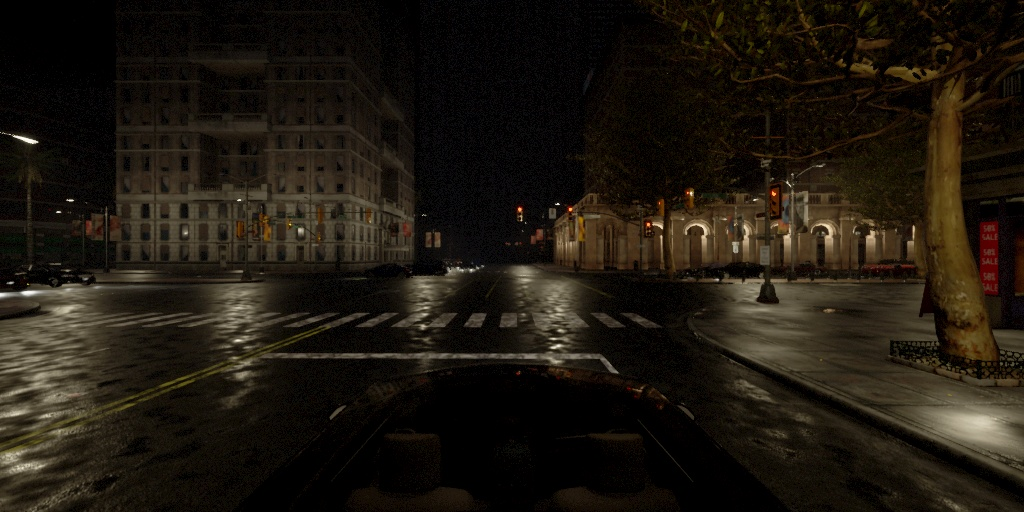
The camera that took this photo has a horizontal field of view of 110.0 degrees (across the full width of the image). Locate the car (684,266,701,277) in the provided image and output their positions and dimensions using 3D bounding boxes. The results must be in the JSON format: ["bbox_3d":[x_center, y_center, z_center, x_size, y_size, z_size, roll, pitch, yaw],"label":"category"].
[{"bbox_3d":[19.652,1.297,34.684,5.357,1.411,2.033,0,0,1],"label":"car"}]

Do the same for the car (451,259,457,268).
[{"bbox_3d":[-10.412,1.242,57.249,2.128,1.511,4.902,0,0,1],"label":"car"}]

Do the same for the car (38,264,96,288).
[{"bbox_3d":[-30.233,1.242,23.421,4.902,1.511,2.128,0,0,1],"label":"car"}]

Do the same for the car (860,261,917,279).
[{"bbox_3d":[33.129,1.350,31.067,4.718,1.301,1.895,0,0,1],"label":"car"}]

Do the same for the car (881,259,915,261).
[{"bbox_3d":[36.480,1.103,34.533,4.553,1.767,2.097,0,0,1],"label":"car"}]

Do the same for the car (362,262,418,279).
[{"bbox_3d":[-10.835,1.314,31.442,4.181,1.385,1.994,0,0,0],"label":"car"}]

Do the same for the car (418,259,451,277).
[{"bbox_3d":[-8.616,1.102,34.923,4.553,1.767,2.097,0,0,0],"label":"car"}]

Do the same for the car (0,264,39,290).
[{"bbox_3d":[-29.793,1.314,19.910,4.181,1.385,1.994,0,0,1],"label":"car"}]

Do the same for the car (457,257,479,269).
[{"bbox_3d":[-6.916,1.102,56.804,2.097,1.767,4.553,0,0,1],"label":"car"}]

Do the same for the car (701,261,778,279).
[{"bbox_3d":[19.707,1.228,31.183,5.008,1.535,1.882,0,0,0],"label":"car"}]
